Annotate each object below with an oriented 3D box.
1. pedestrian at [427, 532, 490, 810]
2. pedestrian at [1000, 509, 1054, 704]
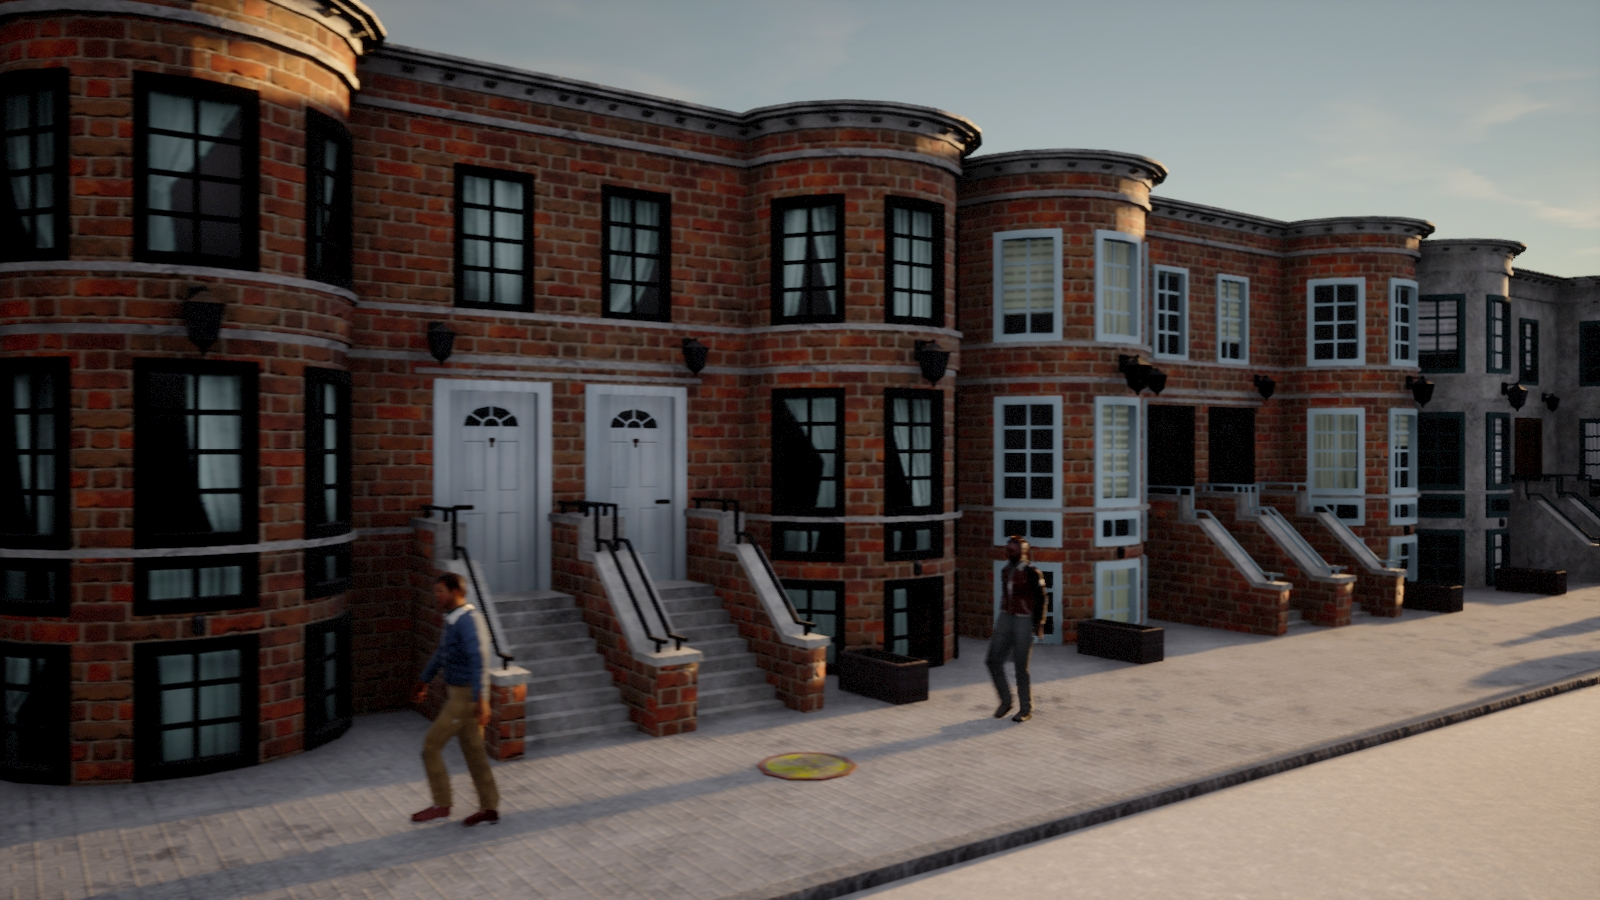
[{"bbox_3d":[-2.404,1.522,8.037,0.375,1.860,0.375,0,0,-24],"label":"pedestrian"},{"bbox_3d":[2.250,1.524,11.322,0.375,1.860,0.375,0,0,-40],"label":"pedestrian"}]
